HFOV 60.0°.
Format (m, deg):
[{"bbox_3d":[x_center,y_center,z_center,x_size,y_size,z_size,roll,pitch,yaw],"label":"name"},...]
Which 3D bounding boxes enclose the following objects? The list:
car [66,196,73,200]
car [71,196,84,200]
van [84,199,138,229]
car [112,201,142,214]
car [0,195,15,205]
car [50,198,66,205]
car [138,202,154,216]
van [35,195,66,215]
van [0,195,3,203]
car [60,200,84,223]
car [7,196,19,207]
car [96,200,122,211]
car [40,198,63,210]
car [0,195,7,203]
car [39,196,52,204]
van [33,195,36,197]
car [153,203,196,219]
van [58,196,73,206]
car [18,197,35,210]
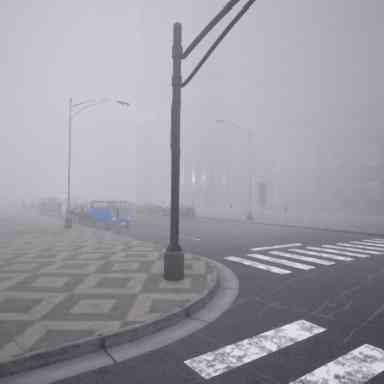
[{"bbox_3d":[-20.582,1.608,57.755,2.192,1.841,5.009,1,-1,-35],"label":"car"},{"bbox_3d":[-17.394,1.816,53.241,1.887,1.381,4.507,1,-1,-35],"label":"car"},{"bbox_3d":[-5.243,1.336,21.255,1.690,1.788,3.998,1,-1,-35],"label":"van"},{"bbox_3d":[-7.821,1.752,39.709,1.887,1.381,4.507,1,-1,-35],"label":"car"},{"bbox_3d":[-37.036,1.731,66.231,1.752,1.417,4.829,1,-1,-35],"label":"car"},{"bbox_3d":[-26.967,1.886,66.774,2.008,1.369,4.403,1,-1,-35],"label":"car"},{"bbox_3d":[-4.630,1.731,35.198,1.887,1.381,4.507,1,-1,-35],"label":"car"},{"bbox_3d":[-14.810,1.398,34.790,1.690,1.788,3.998,1,-1,-35],"label":"van"},{"bbox_3d":[-46.699,1.613,79.907,1.690,1.788,3.998,1,-1,-35],"label":"van"},{"bbox_3d":[-8.434,1.559,25.764,1.887,1.381,4.507,1,-1,-35],"label":"car"},{"bbox_3d":[-27.568,1.693,52.834,2.008,1.369,4.403,1,-1,-35],"label":"car"},{"bbox_3d":[-11.110,1.754,44.358,1.752,1.417,4.829,1,-1,-35],"label":"car"},{"bbox_3d":[-19.701,1.658,46.512,1.837,1.490,4.892,1,-1,-35],"label":"car"},{"bbox_3d":[-43.510,1.565,75.395,2.192,1.841,5.009,1,-1,-35],"label":"car"},{"bbox_3d":[-33.348,1.819,75.797,1.967,1.590,4.097,1,-1,-35],"label":"car"},{"bbox_3d":[-36.537,1.741,80.308,1.690,1.788,3.998,1,-1,-35],"label":"van"},{"bbox_3d":[-1.439,1.710,30.687,1.887,1.381,4.507,1,-1,-35],"label":"car"},{"bbox_3d":[-23.774,1.655,62.265,1.690,1.788,3.998,1,-1,-35],"label":"van"},{"bbox_3d":[-21.190,1.681,43.811,1.802,1.307,4.206,1,-1,-35],"label":"car"}]
